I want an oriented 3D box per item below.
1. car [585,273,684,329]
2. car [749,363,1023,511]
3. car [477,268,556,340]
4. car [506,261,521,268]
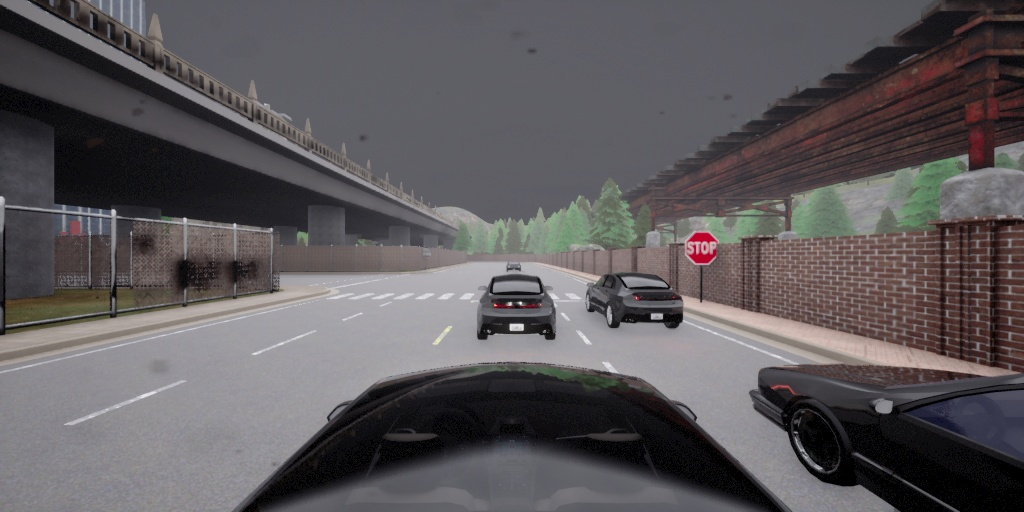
[{"bbox_3d":[3.606,1.255,11.316,1.837,1.490,4.892,0,0,0],"label":"car"},{"bbox_3d":[3.600,1.297,1.570,2.033,1.411,5.357,0,0,0],"label":"car"},{"bbox_3d":[0.104,1.255,9.959,1.837,1.490,4.892,0,0,0],"label":"car"},{"bbox_3d":[0.212,1.351,46.249,1.895,1.301,4.718,0,0,-1],"label":"car"}]
